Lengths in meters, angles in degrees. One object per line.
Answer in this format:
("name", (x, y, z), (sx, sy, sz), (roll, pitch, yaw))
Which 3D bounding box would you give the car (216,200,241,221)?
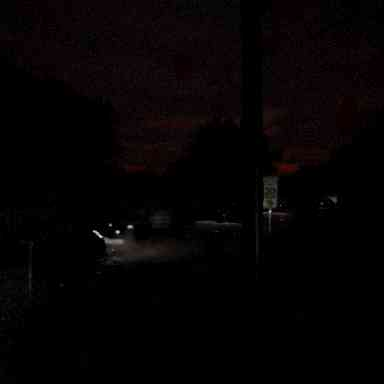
("car", (3.650, 1.361, 26.029), (1.812, 1.442, 4.674), (1, 1, 34))

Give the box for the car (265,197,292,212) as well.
("car", (9.051, 1.267, 34.488), (1.812, 1.442, 4.674), (1, 1, 31))

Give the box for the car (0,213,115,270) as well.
("car", (-5.087, 1.428, 10.461), (4.553, 1.767, 2.097), (-1, 1, -42))

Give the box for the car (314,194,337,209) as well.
("car", (16.076, 1.328, 40.495), (1.994, 1.385, 4.181), (1, 0, 28))

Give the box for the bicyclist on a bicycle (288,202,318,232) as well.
("bicyclist on a bicycle", (5.984, 1.375, 18.075), (1.656, 1.620, 0.582), (-1, 0, 36))

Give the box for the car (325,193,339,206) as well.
("car", (21.853, 1.130, 52.435), (2.150, 2.045, 5.566), (0, -1, 24))

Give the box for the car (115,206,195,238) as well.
("car", (-1.987, 1.507, 18.146), (2.033, 1.411, 5.357), (1, 1, 37))
